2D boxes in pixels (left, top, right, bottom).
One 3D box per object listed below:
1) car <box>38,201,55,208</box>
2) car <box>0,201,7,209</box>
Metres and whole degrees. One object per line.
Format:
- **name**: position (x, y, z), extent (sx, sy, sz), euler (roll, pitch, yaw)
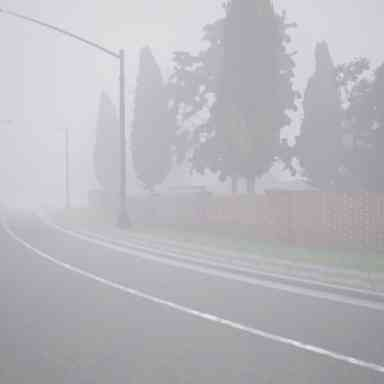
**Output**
- **car**: position (-27.348, 2.413, 62.711), extent (1.994, 1.385, 4.181), euler (-1, -2, -6)
- **car**: position (-28.611, 1.854, 48.164), extent (1.812, 1.442, 4.674), euler (-1, -2, -13)
